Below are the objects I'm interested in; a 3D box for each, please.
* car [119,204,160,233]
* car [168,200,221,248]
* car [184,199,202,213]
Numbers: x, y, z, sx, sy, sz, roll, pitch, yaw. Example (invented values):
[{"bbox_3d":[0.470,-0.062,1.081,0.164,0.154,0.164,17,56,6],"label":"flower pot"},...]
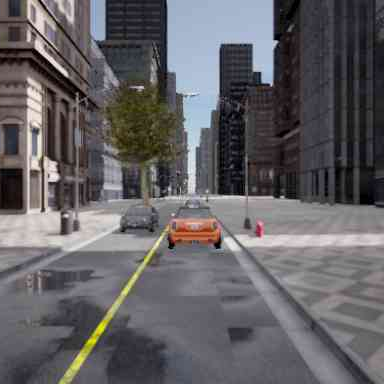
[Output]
[{"bbox_3d":[-2.995,1.497,19.737,1.837,1.490,4.892,0,0,0],"label":"car"},{"bbox_3d":[0.101,1.345,14.811,2.097,1.767,4.553,0,0,0],"label":"car"},{"bbox_3d":[0.107,1.555,38.132,1.994,1.385,4.181,0,0,0],"label":"car"}]
